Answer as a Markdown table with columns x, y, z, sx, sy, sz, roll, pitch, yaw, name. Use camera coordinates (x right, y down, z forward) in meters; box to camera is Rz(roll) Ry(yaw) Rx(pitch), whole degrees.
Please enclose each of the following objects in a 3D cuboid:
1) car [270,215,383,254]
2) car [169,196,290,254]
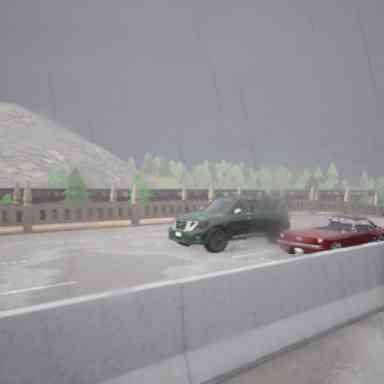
| x | y | z | sx | sy | sz | roll | pitch | yaw | name |
| --- | --- | --- | --- | --- | --- | --- | --- | --- | --- |
| 5.253 | 1.567 | 12.039 | 4.718 | 1.301 | 1.895 | 0 | 0 | -35 | car |
| 1.751 | 1.193 | 13.839 | 5.566 | 2.045 | 2.150 | 0 | 0 | -35 | car |
